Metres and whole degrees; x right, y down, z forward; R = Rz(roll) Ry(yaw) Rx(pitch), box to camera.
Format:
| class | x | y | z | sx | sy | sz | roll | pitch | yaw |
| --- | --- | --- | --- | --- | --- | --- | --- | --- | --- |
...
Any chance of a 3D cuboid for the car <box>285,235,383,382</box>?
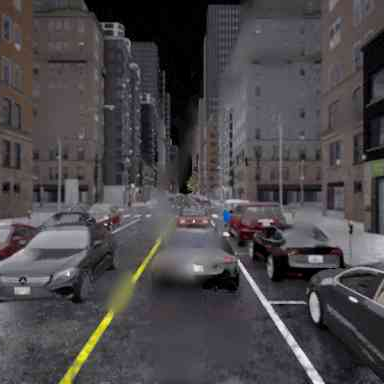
| class | x | y | z | sx | sy | sz | roll | pitch | yaw |
| --- | --- | --- | --- | --- | --- | --- | --- | --- | --- |
| car | 2.859 | 1.561 | 4.245 | 2.008 | 1.369 | 4.403 | 0 | 0 | 0 |

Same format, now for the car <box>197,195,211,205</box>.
| class | x | y | z | sx | sy | sz | roll | pitch | yaw |
| --- | --- | --- | --- | --- | --- | --- | --- | --- | --- |
| car | 2.578 | 1.615 | 64.706 | 1.967 | 1.590 | 4.097 | 0 | 0 | -1 |

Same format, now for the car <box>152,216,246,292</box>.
| class | x | y | z | sx | sy | sz | roll | pitch | yaw |
| --- | --- | --- | --- | --- | --- | --- | --- | --- | --- |
| car | 0.096 | 1.585 | 9.017 | 1.994 | 1.385 | 4.181 | 0 | 0 | 0 |

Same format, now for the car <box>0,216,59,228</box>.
| class | x | y | z | sx | sy | sz | roll | pitch | yaw |
| --- | --- | --- | --- | --- | --- | --- | --- | --- | --- |
| car | -5.667 | 1.605 | 9.761 | 1.802 | 1.307 | 4.206 | 0 | 0 | 0 |

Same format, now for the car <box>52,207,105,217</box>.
| class | x | y | z | sx | sy | sz | roll | pitch | yaw |
| --- | --- | --- | --- | --- | --- | --- | --- | --- | --- |
| car | -5.666 | 1.601 | 15.286 | 1.947 | 1.339 | 4.313 | 0 | 0 | 0 |

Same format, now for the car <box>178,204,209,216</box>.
| class | x | y | z | sx | sy | sz | roll | pitch | yaw |
| --- | --- | --- | --- | --- | --- | --- | --- | --- | --- |
| car | 0.103 | 1.648 | 20.325 | 1.895 | 1.301 | 4.718 | 0 | 0 | 0 |

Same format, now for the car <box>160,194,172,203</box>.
| class | x | y | z | sx | sy | sz | roll | pitch | yaw |
| --- | --- | --- | --- | --- | --- | --- | --- | --- | --- |
| car | -6.192 | 1.653 | 75.835 | 1.967 | 1.590 | 4.097 | 0 | 0 | -1 |

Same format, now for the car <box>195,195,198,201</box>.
| class | x | y | z | sx | sy | sz | roll | pitch | yaw |
| --- | --- | --- | --- | --- | --- | --- | --- | --- | --- |
| car | 2.331 | 1.795 | 76.013 | 1.802 | 1.307 | 4.206 | 0 | 0 | -1 |

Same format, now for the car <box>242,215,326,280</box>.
| class | x | y | z | sx | sy | sz | roll | pitch | yaw |
| --- | --- | --- | --- | --- | --- | --- | --- | --- | --- |
| car | 2.859 | 1.589 | 9.768 | 1.947 | 1.339 | 4.313 | 0 | 0 | 0 |

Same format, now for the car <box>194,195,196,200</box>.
| class | x | y | z | sx | sy | sz | roll | pitch | yaw |
| --- | --- | --- | --- | --- | --- | --- | --- | --- | --- |
| car | 2.083 | 1.839 | 87.316 | 1.802 | 1.307 | 4.206 | 0 | 0 | -1 |

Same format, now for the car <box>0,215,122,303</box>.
| class | x | y | z | sx | sy | sz | roll | pitch | yaw |
| --- | --- | --- | --- | --- | --- | --- | --- | --- | --- |
| car | -3.093 | 1.545 | 8.389 | 1.812 | 1.442 | 4.674 | 0 | 0 | 0 |

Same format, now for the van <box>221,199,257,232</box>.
| class | x | y | z | sx | sy | sz | roll | pitch | yaw |
| --- | --- | --- | --- | --- | --- | --- | --- | --- | --- |
| van | 2.860 | 1.389 | 20.816 | 1.690 | 1.788 | 3.998 | 0 | 0 | 0 |

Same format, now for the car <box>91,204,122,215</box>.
| class | x | y | z | sx | sy | sz | roll | pitch | yaw |
| --- | --- | --- | --- | --- | --- | --- | --- | --- | --- |
| car | -5.666 | 1.488 | 20.811 | 1.967 | 1.590 | 4.097 | 0 | 0 | 0 |

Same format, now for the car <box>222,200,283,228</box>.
| class | x | y | z | sx | sy | sz | roll | pitch | yaw |
| --- | --- | --- | --- | --- | --- | --- | --- | --- | --- |
| car | 2.860 | 1.350 | 15.293 | 2.192 | 1.841 | 5.009 | 0 | 0 | 0 |

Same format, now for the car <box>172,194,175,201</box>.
| class | x | y | z | sx | sy | sz | roll | pitch | yaw |
| --- | --- | --- | --- | --- | --- | --- | --- | --- | --- |
| car | -6.565 | 1.602 | 92.797 | 2.192 | 1.841 | 5.009 | 0 | 0 | -1 |
